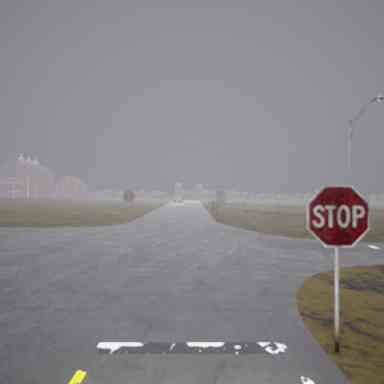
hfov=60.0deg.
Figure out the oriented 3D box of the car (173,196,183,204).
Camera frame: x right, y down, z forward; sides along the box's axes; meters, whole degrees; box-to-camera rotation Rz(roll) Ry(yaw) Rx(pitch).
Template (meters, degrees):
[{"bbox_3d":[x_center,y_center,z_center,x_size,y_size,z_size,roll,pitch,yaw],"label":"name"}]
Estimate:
[{"bbox_3d":[-2.780,1.516,65.747,2.128,1.511,4.902,0,0,0],"label":"car"}]
